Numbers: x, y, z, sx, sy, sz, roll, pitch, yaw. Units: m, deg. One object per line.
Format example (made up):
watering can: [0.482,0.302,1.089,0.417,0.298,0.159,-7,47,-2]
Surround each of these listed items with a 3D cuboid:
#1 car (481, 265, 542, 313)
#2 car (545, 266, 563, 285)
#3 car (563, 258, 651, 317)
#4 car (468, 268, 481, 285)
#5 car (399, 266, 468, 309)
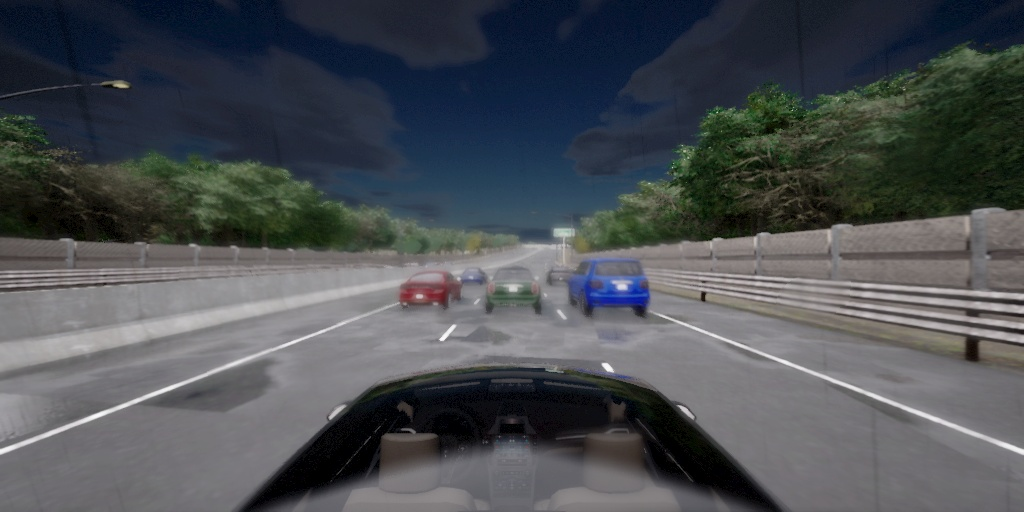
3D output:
car: [0.089,1.244,14.958,2.097,1.767,4.553,0,-1,1]
car: [3.847,1.586,29.875,2.128,1.511,4.902,0,-1,2]
car: [3.566,1.107,14.089,2.150,2.045,5.566,0,0,1]
car: [-3.153,1.657,29.978,1.994,1.385,4.181,0,-1,2]
car: [-3.394,1.380,15.827,1.882,1.535,5.008,0,0,1]
